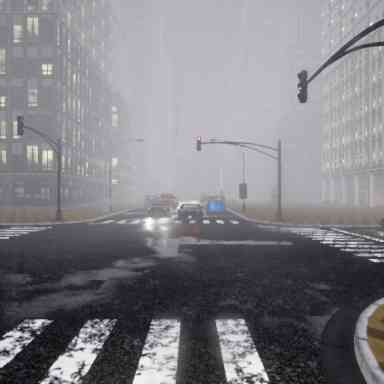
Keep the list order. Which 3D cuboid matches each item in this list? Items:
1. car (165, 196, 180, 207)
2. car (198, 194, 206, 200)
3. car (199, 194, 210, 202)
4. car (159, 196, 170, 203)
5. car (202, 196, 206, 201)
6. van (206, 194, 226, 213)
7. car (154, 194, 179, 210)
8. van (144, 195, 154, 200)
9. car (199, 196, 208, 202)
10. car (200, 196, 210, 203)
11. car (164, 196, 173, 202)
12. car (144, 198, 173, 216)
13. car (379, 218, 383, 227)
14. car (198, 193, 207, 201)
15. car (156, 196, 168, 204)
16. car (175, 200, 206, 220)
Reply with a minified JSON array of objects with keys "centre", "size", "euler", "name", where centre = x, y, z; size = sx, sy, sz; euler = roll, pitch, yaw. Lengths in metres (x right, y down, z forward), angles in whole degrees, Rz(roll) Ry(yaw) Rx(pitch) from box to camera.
[{"centre":[-3.127,1.491,53.756],"size":[2.128,1.511,4.902],"euler":[0,0,0],"name":"car"},{"centre":[2.696,1.313,63.633],"size":[2.192,1.841,5.009],"euler":[0,0,0],"name":"car"},{"centre":[2.742,1.311,74.712],"size":[2.192,1.841,5.009],"euler":[0,0,0],"name":"car"},{"centre":[-5.662,1.548,69.205],"size":[2.008,1.369,4.403],"euler":[0,0,0],"name":"car"},{"centre":[2.628,1.544,41.479],"size":[1.887,1.381,4.507],"euler":[0,0,0],"name":"car"},{"centre":[2.696,1.340,35.940],"size":[1.690,1.788,3.998],"euler":[0,0,0],"name":"van"},{"centre":[-3.174,1.221,42.955],"size":[2.150,2.045,5.566],"euler":[0,0,1],"name":"car"},{"centre":[-5.752,1.340,47.049],"size":[1.690,1.788,3.998],"euler":[0,0,0],"name":"van"},{"centre":[2.764,1.561,80.251],"size":[1.947,1.339,4.313],"euler":[0,0,0],"name":"car"},{"centre":[2.718,1.542,69.172],"size":[1.887,1.381,4.507],"euler":[0,0,0],"name":"car"},{"centre":[-5.616,1.577,80.285],"size":[1.802,1.307,4.206],"euler":[0,0,0],"name":"car"},{"centre":[-3.223,1.600,32.908],"size":[1.895,1.301,4.718],"euler":[0,0,0],"name":"car"},{"centre":[14.401,1.685,20.126],"size":[5.357,1.411,2.033],"euler":[0,0,-1],"name":"car"},{"centre":[2.788,1.309,85.790],"size":[2.192,1.841,5.009],"euler":[0,0,0],"name":"car"},{"centre":[-5.685,1.564,63.667],"size":[1.947,1.339,4.313],"euler":[0,0,0],"name":"car"},{"centre":[-0.063,1.600,27.548],"size":[1.895,1.301,4.718],"euler":[0,0,3],"name":"car"}]
